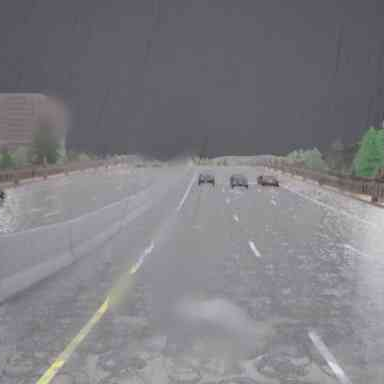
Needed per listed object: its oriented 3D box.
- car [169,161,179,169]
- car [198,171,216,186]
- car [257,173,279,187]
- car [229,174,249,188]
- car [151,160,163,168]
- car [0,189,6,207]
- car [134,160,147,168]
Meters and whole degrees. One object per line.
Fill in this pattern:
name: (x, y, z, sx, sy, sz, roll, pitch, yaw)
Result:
car: (-3.812, -5.790, 70.799, 2.128, 1.511, 4.902, 1, 7, 3)
car: (1.696, -1.630, 38.429, 2.128, 1.511, 4.902, 1, 7, 3)
car: (8.701, -1.448, 38.342, 1.994, 1.385, 4.181, 1, 7, 3)
car: (5.078, -1.256, 36.292, 2.033, 1.411, 5.357, 1, 7, 3)
car: (-7.349, -5.910, 70.008, 2.097, 1.767, 4.553, 1, 7, 3)
car: (-13.306, 0.329, 20.050, 1.837, 1.490, 4.892, 1, 5, 3)
car: (-10.845, -5.979, 70.165, 2.097, 1.767, 4.553, 1, 7, 3)
